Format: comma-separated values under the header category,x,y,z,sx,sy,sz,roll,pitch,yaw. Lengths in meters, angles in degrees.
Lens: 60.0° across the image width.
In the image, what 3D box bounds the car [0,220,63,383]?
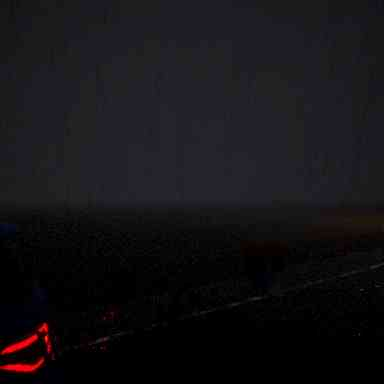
category,x,y,z,sx,sy,sz,roll,pitch,yaw
car,-3.542,1.227,1.465,5.566,2.045,2.150,0,0,-35
